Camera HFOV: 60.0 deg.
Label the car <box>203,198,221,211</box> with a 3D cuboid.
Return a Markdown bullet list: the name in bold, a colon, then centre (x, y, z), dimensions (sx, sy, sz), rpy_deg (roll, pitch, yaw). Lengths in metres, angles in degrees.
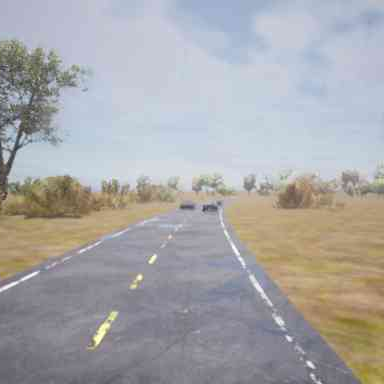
- **car**: centre (2.471, 1.802, 44.037), dimensions (1.895, 1.301, 4.718), rpy_deg (0, 0, 6)

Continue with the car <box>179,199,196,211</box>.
- **car**: centre (-0.572, 1.680, 45.400), dimensions (1.882, 1.535, 5.008), rpy_deg (0, 0, 6)

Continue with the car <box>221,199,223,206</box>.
- **car**: centre (4.818, 1.838, 62.525), dimensions (2.033, 1.411, 5.357), rpy_deg (0, 0, 8)
